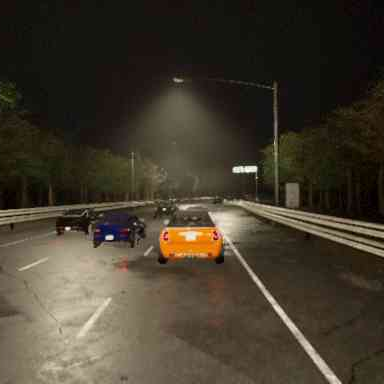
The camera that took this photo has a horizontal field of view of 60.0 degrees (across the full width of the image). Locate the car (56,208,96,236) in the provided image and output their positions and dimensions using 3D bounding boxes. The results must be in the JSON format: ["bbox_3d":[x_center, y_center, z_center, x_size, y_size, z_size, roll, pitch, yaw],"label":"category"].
[{"bbox_3d":[-6.704,1.772,20.571,1.837,1.490,4.892,-1,-1,2],"label":"car"}]

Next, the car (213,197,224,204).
[{"bbox_3d":[6.181,1.994,77.569,2.097,1.767,4.553,-1,0,11],"label":"car"}]

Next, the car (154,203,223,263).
[{"bbox_3d":[-0.008,1.474,12.600,2.097,1.767,4.553,-1,-1,1],"label":"car"}]

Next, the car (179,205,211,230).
[{"bbox_3d":[0.307,1.773,24.056,2.033,1.411,5.357,-1,-1,2],"label":"car"}]

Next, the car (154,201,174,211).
[{"bbox_3d":[-2.530,1.700,33.994,2.097,1.767,4.553,-1,-1,4],"label":"car"}]

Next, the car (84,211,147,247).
[{"bbox_3d":[-3.331,1.714,15.886,1.812,1.442,4.674,-1,-1,1],"label":"car"}]
